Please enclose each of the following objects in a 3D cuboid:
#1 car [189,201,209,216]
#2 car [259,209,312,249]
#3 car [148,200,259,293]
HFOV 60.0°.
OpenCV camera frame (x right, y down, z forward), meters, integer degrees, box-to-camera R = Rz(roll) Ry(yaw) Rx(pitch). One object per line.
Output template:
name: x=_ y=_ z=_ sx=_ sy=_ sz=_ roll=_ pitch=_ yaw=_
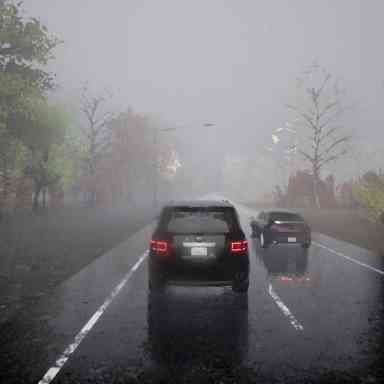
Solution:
car: x=0.724 y=1.606 z=33.065 sx=1.895 sy=1.301 sz=4.718 roll=0 pitch=0 yaw=2
car: x=3.738 y=1.507 z=14.657 sx=1.837 sy=1.490 sz=4.892 roll=0 pitch=0 yaw=1
car: x=0.160 y=1.223 z=8.991 sx=2.150 sy=2.045 sz=5.566 roll=0 pitch=0 yaw=1
